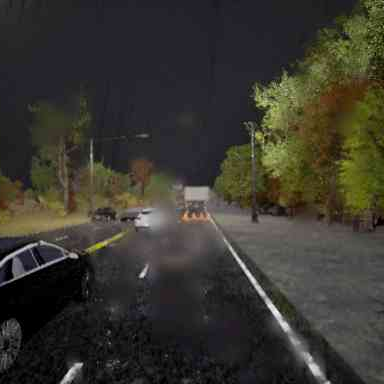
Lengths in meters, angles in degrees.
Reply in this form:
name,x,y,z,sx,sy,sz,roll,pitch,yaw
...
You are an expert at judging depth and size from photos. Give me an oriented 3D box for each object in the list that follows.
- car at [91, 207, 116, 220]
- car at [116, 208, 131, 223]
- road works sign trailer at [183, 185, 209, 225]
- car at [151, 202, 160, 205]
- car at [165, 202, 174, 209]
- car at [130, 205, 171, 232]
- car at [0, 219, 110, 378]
name,x,y,z,sx,sy,sz,roll,pitch,yaw
car,-9.345,2.401,35.592,1.837,1.490,4.892,0,-2,1
car,-6.111,2.408,34.978,2.033,1.411,5.357,0,-1,1
road works sign trailer,0.435,1.196,30.980,2.380,3.560,2.880,0,-1,1
car,-8.348,3.167,76.968,2.128,1.511,4.902,0,-1,1
car,-5.136,3.106,75.485,1.812,1.442,4.674,0,-1,1
car,-2.802,1.894,23.253,1.812,1.442,4.674,2,-1,1
car,-3.091,1.504,5.391,2.128,1.511,4.902,-1,1,1
